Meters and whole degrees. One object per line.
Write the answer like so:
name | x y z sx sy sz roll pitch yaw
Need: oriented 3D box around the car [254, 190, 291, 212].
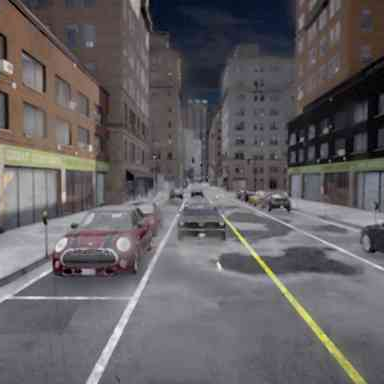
car | 6.429 0.760 25.905 2.008 1.369 4.403 -1 2 0

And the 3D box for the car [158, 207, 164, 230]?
car | -2.202 1.120 14.808 1.802 1.307 4.206 -1 2 0

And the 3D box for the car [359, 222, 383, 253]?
car | 6.290 1.276 9.156 2.008 1.369 4.403 -1 2 0

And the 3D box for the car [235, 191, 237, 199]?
car | 6.567 0.269 42.655 1.802 1.307 4.206 -1 2 0

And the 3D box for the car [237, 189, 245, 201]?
car | 6.521 0.427 37.072 1.947 1.339 4.313 -1 2 0

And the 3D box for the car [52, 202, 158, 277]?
car | -2.248 1.150 9.221 1.967 1.590 4.097 -1 2 0

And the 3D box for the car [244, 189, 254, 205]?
car | 6.476 0.555 31.657 1.752 1.417 4.829 -1 2 0

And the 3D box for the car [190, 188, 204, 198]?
car | 0.736 0.130 47.434 1.895 1.301 4.718 0 2 0

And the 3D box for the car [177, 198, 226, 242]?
car | 0.367 1.167 14.050 1.895 1.301 4.718 0 2 0

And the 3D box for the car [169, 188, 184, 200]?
car | -1.978 0.217 42.721 1.887 1.381 4.507 0 2 0
